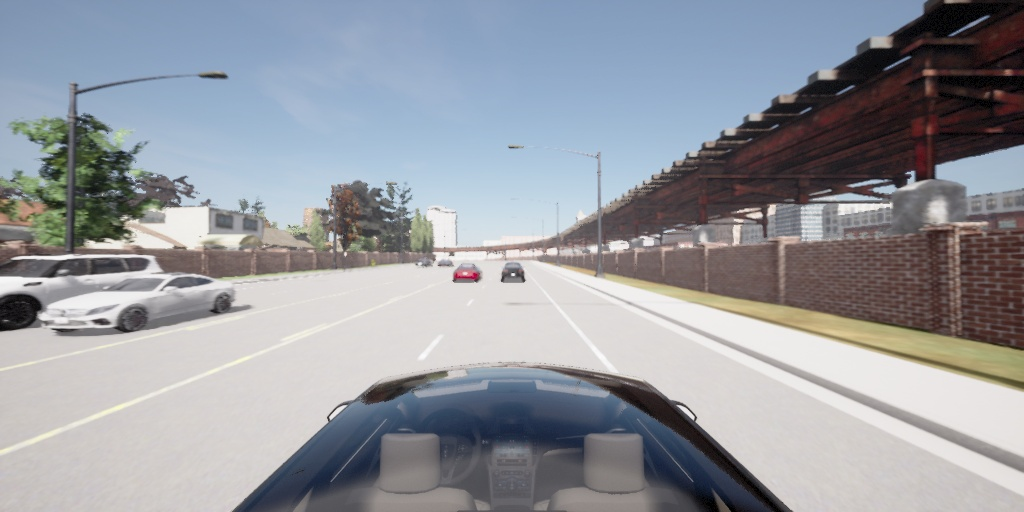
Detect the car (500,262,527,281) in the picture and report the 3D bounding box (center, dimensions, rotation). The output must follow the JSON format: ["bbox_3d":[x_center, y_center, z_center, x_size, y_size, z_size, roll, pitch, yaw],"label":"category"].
[{"bbox_3d":[0.082,1.199,28.415,1.812,1.442,4.674,0,0,0],"label":"car"}]

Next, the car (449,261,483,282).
[{"bbox_3d":[-3.410,1.238,28.139,1.994,1.385,4.181,0,0,0],"label":"car"}]

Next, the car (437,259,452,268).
[{"bbox_3d":[-10.528,1.132,57.192,2.033,1.411,5.357,0,0,1],"label":"car"}]

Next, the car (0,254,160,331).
[{"bbox_3d":[-14.102,0.947,11.196,2.150,2.045,5.566,0,0,0],"label":"car"}]

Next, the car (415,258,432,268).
[{"bbox_3d":[-14.038,1.074,57.305,2.128,1.511,4.902,0,0,1],"label":"car"}]

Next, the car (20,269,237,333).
[{"bbox_3d":[-10.601,1.252,10.763,1.812,1.442,4.674,0,0,0],"label":"car"}]
